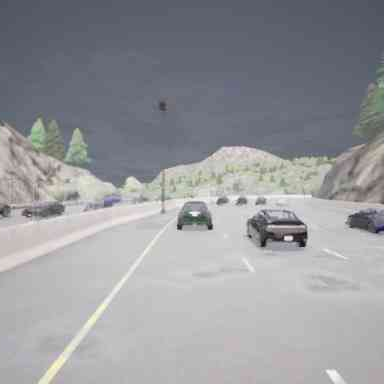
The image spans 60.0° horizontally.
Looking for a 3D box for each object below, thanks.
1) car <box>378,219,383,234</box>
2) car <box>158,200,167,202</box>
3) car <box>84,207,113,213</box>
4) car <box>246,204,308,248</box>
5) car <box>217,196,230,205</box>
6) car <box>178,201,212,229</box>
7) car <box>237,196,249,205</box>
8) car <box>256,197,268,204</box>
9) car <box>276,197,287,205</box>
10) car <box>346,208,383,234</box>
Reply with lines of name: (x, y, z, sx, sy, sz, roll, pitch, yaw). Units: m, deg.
car: (7.103, 1.612, 8.487, 1.895, 1.301, 4.718, 0, 0, 0)
car: (-6.202, 1.444, 70.943, 2.097, 1.767, 4.553, 0, 0, 15)
car: (-9.644, 1.572, 34.988, 1.812, 1.442, 4.674, 0, 0, 6)
car: (3.614, 1.511, 14.811, 2.128, 1.511, 4.902, 0, 0, 0)
car: (5.979, 1.588, 62.454, 1.837, 1.490, 4.892, -1, 0, 16)
car: (0.232, 1.380, 21.887, 2.097, 1.767, 4.553, 0, 0, 2)
car: (9.581, 1.588, 62.403, 1.837, 1.490, 4.892, -1, 0, 16)
car: (13.229, 1.630, 62.956, 2.033, 1.411, 5.357, 0, 0, 17)
car: (16.517, 1.605, 61.254, 1.812, 1.442, 4.674, 0, 0, 16)
car: (10.665, 1.589, 19.274, 1.994, 1.385, 4.181, 0, 0, 1)
